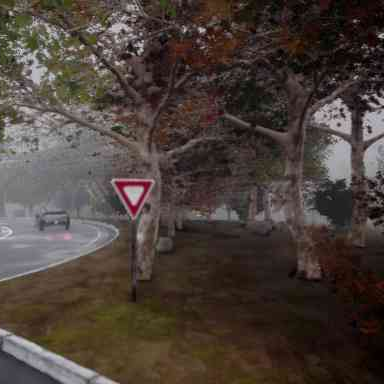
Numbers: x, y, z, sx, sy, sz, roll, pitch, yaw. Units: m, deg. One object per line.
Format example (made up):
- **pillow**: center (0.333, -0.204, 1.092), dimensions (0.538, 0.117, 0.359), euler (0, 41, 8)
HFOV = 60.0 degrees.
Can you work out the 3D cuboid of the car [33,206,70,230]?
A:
- **car**: center (-9.790, 1.744, 23.102), dimensions (2.128, 1.511, 4.902), euler (0, -1, -30)
